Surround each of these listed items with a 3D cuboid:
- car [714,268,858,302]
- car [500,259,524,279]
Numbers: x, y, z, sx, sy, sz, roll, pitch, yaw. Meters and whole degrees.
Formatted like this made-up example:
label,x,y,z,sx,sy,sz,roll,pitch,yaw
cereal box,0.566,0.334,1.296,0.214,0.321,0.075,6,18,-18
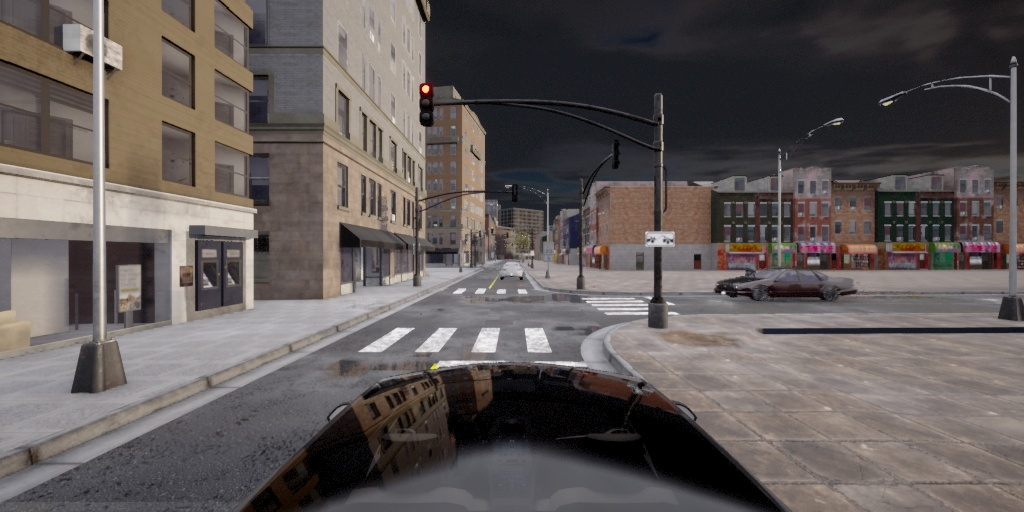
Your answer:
label,x,y,z,sx,sy,sz,roll,pitch,yaw
car,12.083,1.244,15.969,5.357,1.411,2.033,0,0,0
car,0.011,1.279,31.850,1.812,1.442,4.674,0,0,1
